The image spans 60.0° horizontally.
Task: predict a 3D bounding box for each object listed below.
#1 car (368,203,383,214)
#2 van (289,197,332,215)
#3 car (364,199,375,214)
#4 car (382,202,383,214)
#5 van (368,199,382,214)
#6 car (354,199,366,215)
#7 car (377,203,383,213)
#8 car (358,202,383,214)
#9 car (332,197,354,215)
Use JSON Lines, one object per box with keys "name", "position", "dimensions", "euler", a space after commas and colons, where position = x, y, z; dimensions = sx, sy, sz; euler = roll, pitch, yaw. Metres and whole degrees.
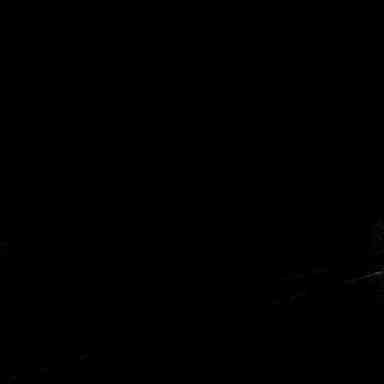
{"name": "car", "position": [29.026, 2.410, 49.038], "dimensions": [2.097, 1.535, 5.008], "euler": [2, -1, -35]}
{"name": "van", "position": [13.082, 1.579, 37.821], "dimensions": [1.878, 1.987, 4.442], "euler": [2, -1, -35]}
{"name": "car", "position": [20.008, 2.053, 42.607], "dimensions": [2.231, 1.521, 4.892], "euler": [2, -1, -35]}
{"name": "car", "position": [24.535, 2.106, 45.804], "dimensions": [2.185, 1.767, 4.553], "euler": [2, -1, -35]}
{"name": "van", "position": [22.197, 1.916, 44.319], "dimensions": [1.878, 1.987, 4.442], "euler": [2, -1, -35]}
{"name": "car", "position": [17.860, 1.962, 40.856], "dimensions": [1.946, 1.575, 5.366], "euler": [2, -1, -35]}
{"name": "car", "position": [31.281, 2.501, 50.645], "dimensions": [2.231, 1.521, 4.892], "euler": [2, -1, -35]}
{"name": "car", "position": [26.669, 2.317, 47.358], "dimensions": [2.097, 1.535, 5.008], "euler": [2, -1, -35]}
{"name": "car", "position": [15.489, 1.630, 39.427], "dimensions": [2.435, 2.045, 5.566], "euler": [2, -1, -35]}
